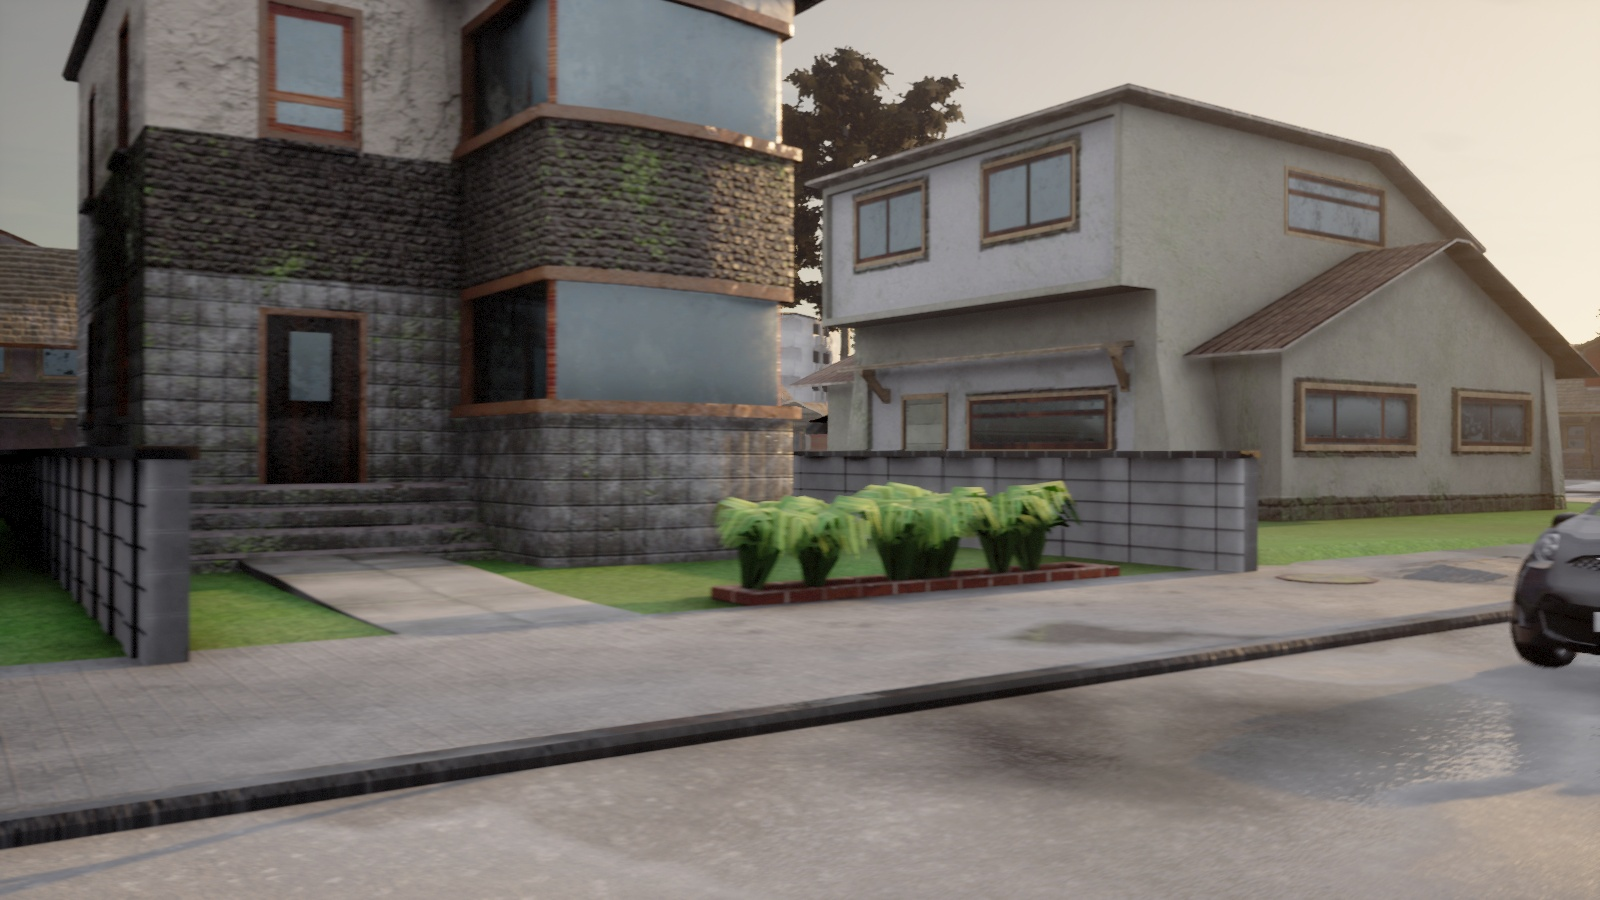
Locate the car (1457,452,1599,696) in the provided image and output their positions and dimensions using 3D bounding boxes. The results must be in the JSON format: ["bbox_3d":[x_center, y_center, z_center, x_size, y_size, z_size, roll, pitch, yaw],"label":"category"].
[{"bbox_3d":[6.456,0.767,8.762,3.633,1.501,1.845,0,0,-35],"label":"car"}]
